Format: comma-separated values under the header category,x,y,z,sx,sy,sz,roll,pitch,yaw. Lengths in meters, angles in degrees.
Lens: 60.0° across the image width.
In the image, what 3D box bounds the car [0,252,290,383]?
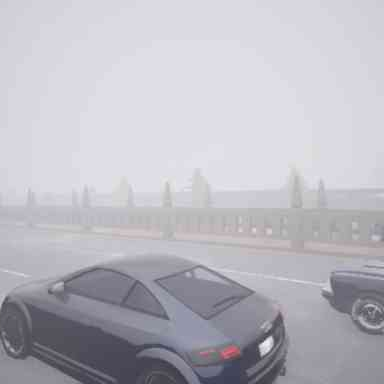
category,x,y,z,sx,sy,sz,roll,pitch,yaw
car,-0.854,1.575,4.601,4.181,1.385,1.994,-1,0,35

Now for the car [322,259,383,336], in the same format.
category,x,y,z,sx,sy,sz,roll,pitch,yaw
car,4.574,1.603,5.028,4.718,1.301,1.895,0,0,35
